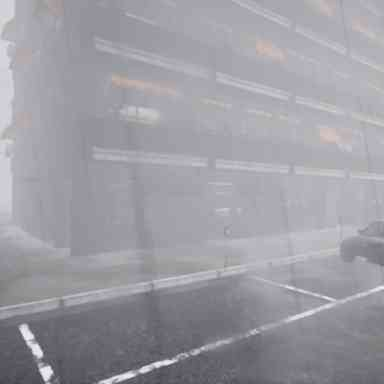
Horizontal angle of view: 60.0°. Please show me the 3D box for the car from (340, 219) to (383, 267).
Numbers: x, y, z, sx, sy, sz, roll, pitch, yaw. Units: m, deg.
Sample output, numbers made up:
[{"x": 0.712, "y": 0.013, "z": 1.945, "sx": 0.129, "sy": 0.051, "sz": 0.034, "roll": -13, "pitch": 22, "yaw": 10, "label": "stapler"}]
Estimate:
[{"x": 6.639, "y": 1.574, "z": 10.824, "sx": 4.313, "sy": 1.339, "sz": 1.947, "roll": 0, "pitch": 1, "yaw": -35, "label": "car"}]
